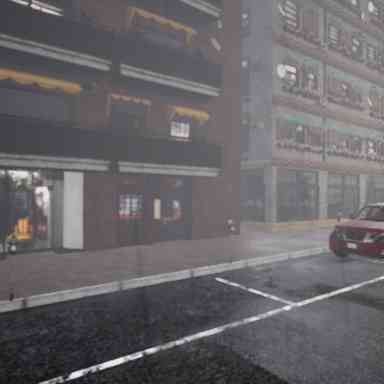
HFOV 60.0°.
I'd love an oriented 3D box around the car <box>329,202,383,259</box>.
[{"bbox_3d":[6.854,1.292,11.436,5.009,1.841,2.192,0,1,-36],"label":"car"}]
